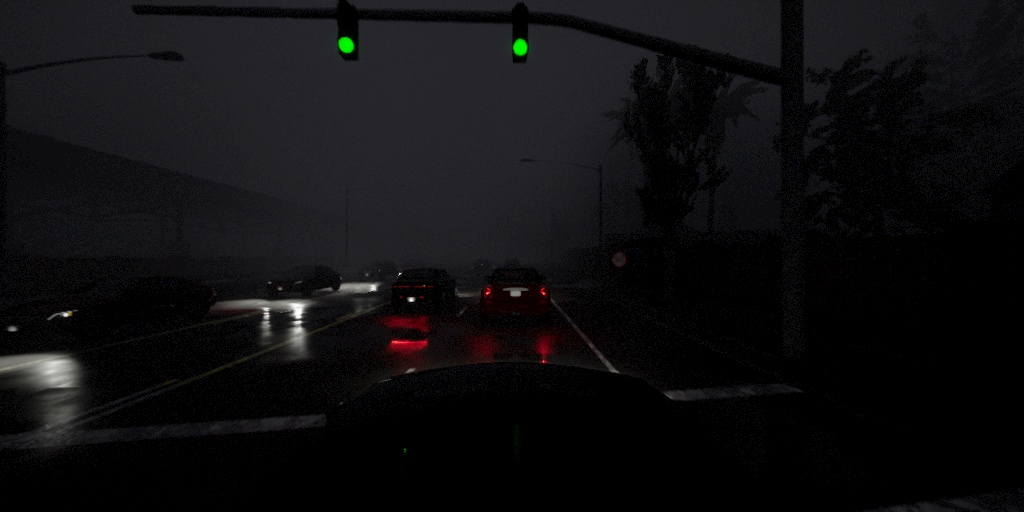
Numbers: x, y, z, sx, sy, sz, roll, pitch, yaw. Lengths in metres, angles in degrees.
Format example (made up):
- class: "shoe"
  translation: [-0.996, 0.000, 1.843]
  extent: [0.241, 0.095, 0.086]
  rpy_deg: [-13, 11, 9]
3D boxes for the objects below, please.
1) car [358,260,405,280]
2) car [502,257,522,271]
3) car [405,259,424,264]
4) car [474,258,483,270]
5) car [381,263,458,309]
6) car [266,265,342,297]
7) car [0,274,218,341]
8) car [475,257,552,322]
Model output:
- class: "car"
  translation: [-10.491, 1.068, 28.397]
  extent: [2.128, 1.511, 4.902]
  rpy_deg: [0, 1, 0]
- class: "car"
  translation: [0.015, 0.880, 41.827]
  extent: [2.128, 1.511, 4.902]
  rpy_deg: [0, 1, 0]
- class: "car"
  translation: [-10.487, 1.006, 38.270]
  extent: [1.994, 1.385, 4.181]
  rpy_deg: [0, 1, 0]
- class: "car"
  translation: [-3.479, 0.930, 43.289]
  extent: [1.994, 1.385, 4.181]
  rpy_deg: [0, 1, 0]
- class: "car"
  translation: [-3.396, 1.199, 14.521]
  extent: [1.837, 1.490, 4.892]
  rpy_deg: [0, 0, 0]
- class: "car"
  translation: [-10.543, 1.196, 18.629]
  extent: [1.812, 1.442, 4.674]
  rpy_deg: [0, 0, 0]
- class: "car"
  translation: [-10.573, 1.250, 9.908]
  extent: [1.812, 1.442, 4.674]
  rpy_deg: [0, 0, 0]
- class: "car"
  translation: [0.105, 1.063, 12.235]
  extent: [2.097, 1.767, 4.553]
  rpy_deg: [0, 0, 0]
